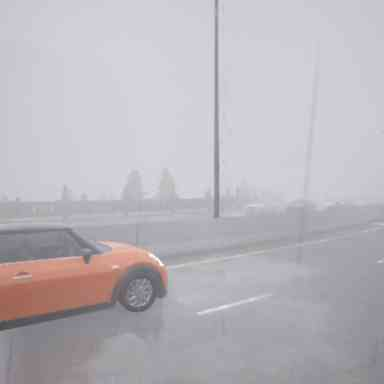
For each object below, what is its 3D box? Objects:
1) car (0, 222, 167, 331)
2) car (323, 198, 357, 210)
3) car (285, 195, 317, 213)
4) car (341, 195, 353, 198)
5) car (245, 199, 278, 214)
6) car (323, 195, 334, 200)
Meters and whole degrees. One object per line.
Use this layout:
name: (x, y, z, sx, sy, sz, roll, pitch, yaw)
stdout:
car: (-2.696, 1.349, 6.145, 4.553, 1.767, 2.097, 0, 0, -36)
car: (14.543, 1.538, 32.208, 1.895, 1.301, 4.718, 0, 0, 38)
car: (11.035, 1.419, 33.451, 1.882, 1.535, 5.008, 0, 0, 38)
car: (32.144, 1.329, 68.886, 1.994, 1.385, 4.181, 0, 0, 15)
car: (7.216, 1.472, 34.275, 1.812, 1.442, 4.674, 0, 0, 39)
car: (28.807, 1.375, 69.970, 1.895, 1.301, 4.718, 0, 0, 15)
